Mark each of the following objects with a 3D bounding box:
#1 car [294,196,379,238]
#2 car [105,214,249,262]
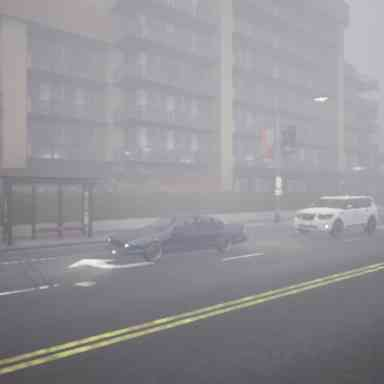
[{"bbox_3d":[8.015,1.230,18.206,5.566,2.045,2.150,0,0,-35],"label":"car"},{"bbox_3d":[-0.342,1.551,12.275,5.357,1.411,2.033,0,0,-35],"label":"car"}]
